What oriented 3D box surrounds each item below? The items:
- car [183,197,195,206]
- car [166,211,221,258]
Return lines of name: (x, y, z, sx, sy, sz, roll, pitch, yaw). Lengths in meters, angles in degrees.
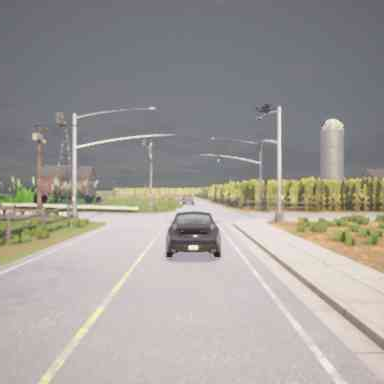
car: (-0.597, 1.477, 53.987, 1.812, 1.442, 4.674, 0, 0, -2)
car: (0.061, 1.483, 12.629, 1.837, 1.490, 4.892, 0, -1, 0)
